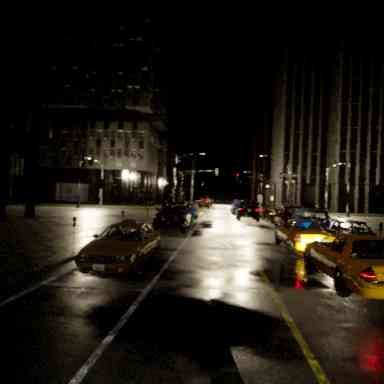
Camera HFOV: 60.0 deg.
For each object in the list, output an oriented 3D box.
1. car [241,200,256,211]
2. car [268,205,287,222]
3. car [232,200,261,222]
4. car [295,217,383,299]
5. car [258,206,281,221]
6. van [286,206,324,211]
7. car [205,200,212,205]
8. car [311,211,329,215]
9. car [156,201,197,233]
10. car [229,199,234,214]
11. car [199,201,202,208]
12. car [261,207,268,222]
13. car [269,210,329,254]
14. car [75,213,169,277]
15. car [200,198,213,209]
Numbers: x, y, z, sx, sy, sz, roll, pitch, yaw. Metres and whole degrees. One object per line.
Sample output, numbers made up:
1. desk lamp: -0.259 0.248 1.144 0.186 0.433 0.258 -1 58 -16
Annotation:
1. car: 10.898 2.611 64.465 2.192 1.841 5.009 2 -1 5
2. car: 7.794 1.989 26.505 2.192 1.841 5.009 2 -1 5
3. car: 5.654 1.892 34.073 2.150 2.045 5.566 3 -1 5
4. car: 4.508 1.771 9.221 1.801 1.575 5.366 3 -1 5
5. car: 8.684 2.395 37.515 1.887 1.381 4.507 2 -1 5
6. van: 7.344 1.927 20.998 1.690 1.788 3.998 2 -1 5
7. car: 4.688 2.933 93.121 1.752 1.417 4.829 2 -1 5
8. car: 6.890 1.939 15.491 1.967 1.590 4.097 2 -1 5
9. car: -1.149 1.526 21.713 2.192 1.841 5.009 2 -1 5
10. car: 6.489 2.071 44.472 2.150 2.045 5.566 2 -1 4
11. car: -0.268 1.909 32.552 1.752 1.417 4.829 2 -1 5
12. car: 8.234 2.312 32.008 2.008 1.369 4.403 2 -1 5
13. car: 4.997 1.866 15.199 1.801 1.575 5.366 3 -1 5
14. car: -2.075 1.560 10.530 1.752 1.417 4.829 2 -1 5
15. car: 2.411 2.236 65.175 2.192 1.841 5.009 2 -1 5
